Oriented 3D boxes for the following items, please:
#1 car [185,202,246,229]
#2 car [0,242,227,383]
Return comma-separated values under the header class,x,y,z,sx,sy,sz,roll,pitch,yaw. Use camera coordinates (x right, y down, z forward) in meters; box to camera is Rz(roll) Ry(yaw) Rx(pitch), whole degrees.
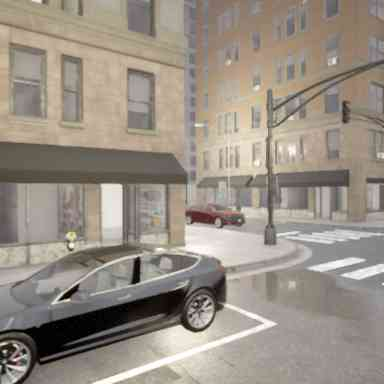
class,x,y,z,sx,sy,sz,roll,pitch,yaw
car,1.382,1.446,21.852,1.882,1.535,5.008,-1,0,-36
car,-1.370,1.553,5.207,4.313,1.339,1.947,-1,0,-35
